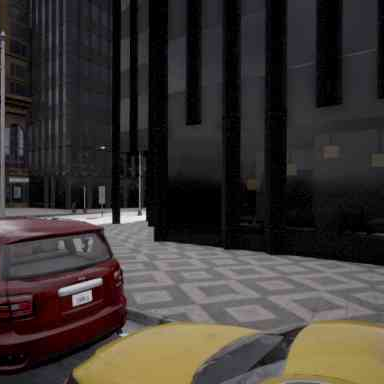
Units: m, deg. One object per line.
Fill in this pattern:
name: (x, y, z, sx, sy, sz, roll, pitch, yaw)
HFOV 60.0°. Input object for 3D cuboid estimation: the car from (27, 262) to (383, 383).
car: (1.064, 1.525, 2.200, 4.829, 1.417, 1.752, 0, 0, 35)

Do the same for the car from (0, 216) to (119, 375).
car: (-3.217, 1.314, 5.249, 5.009, 1.841, 2.192, 0, 0, 35)
